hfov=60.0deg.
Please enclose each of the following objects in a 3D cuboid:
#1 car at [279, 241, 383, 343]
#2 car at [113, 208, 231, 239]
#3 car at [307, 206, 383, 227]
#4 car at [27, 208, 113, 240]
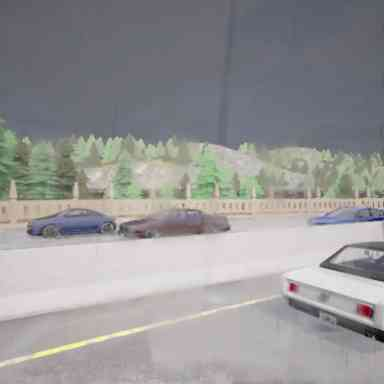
[{"bbox_3d":[3.920,1.583,6.052,4.718,1.301,1.895,0,0,-31],"label":"car"},{"bbox_3d":[-0.710,1.490,15.742,5.357,1.411,2.033,0,0,-30],"label":"car"},{"bbox_3d":[7.865,1.439,16.258,5.008,1.535,1.882,0,0,-25],"label":"car"},{"bbox_3d":[-5.892,1.494,16.578,4.181,1.385,1.994,0,0,-32],"label":"car"}]
